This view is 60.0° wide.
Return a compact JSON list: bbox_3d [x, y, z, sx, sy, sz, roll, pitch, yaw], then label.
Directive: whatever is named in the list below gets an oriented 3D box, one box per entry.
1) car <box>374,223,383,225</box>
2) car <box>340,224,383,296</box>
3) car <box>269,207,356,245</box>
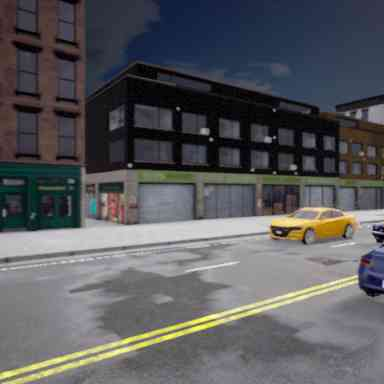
[{"bbox_3d":[9.959,1.602,14.734,4.718,1.301,1.895,0,0,-35],"label":"car"},{"bbox_3d":[5.472,1.526,7.345,4.674,1.442,1.812,0,0,-36],"label":"car"},{"bbox_3d":[5.784,1.478,15.769,5.008,1.535,1.882,0,0,-35],"label":"car"}]
